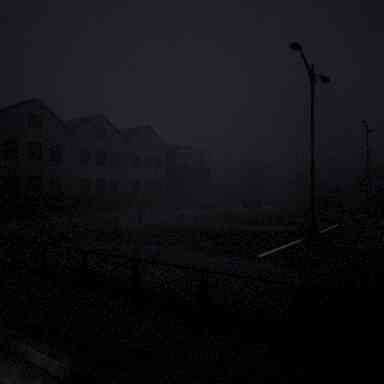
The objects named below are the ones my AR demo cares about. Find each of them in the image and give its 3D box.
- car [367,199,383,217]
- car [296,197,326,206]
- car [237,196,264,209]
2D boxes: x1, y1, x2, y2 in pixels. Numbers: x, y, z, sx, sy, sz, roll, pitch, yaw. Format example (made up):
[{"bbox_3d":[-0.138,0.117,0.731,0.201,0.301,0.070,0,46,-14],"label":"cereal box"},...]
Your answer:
[{"bbox_3d":[15.422,1.298,26.809,2.007,1.523,4.514,0,0,35],"label":"car"},{"bbox_3d":[19.122,1.452,53.386,4.674,1.442,1.812,1,0,17],"label":"car"},{"bbox_3d":[7.407,1.314,42.007,1.837,1.490,4.892,0,0,35],"label":"car"}]
